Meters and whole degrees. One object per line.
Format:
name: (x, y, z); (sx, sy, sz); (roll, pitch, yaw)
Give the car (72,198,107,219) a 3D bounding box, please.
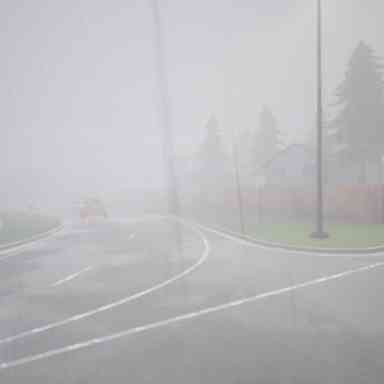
car: (-8.945, 1.297, 28.781); (2.097, 1.767, 4.553); (-1, 0, -31)
